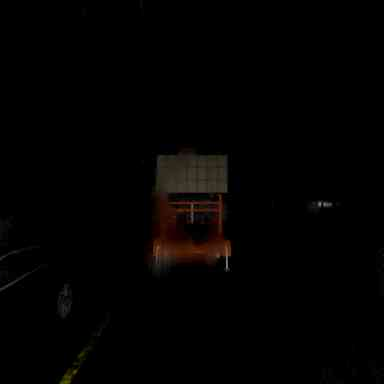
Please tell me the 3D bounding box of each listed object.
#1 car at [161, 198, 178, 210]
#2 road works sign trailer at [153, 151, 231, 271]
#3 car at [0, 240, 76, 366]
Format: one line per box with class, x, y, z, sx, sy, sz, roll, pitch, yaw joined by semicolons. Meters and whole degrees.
car;-2.965;1.539;44.684;1.837;1.490;4.892;0;0;0
road works sign trailer;0.007;0.466;10.942;2.380;3.560;2.880;0;0;0
car;-3.099;1.492;4.389;2.128;1.511;4.902;0;0;0
